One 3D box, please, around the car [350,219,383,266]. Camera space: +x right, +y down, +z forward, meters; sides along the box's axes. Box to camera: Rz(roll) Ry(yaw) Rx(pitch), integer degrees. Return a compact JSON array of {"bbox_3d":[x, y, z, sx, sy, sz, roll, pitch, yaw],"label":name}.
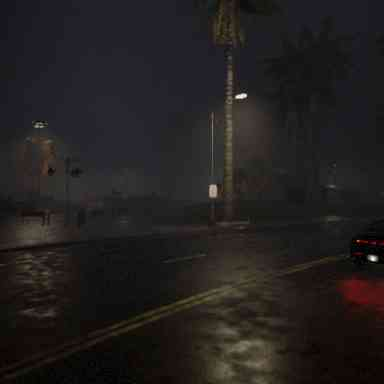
[{"bbox_3d":[7.003,1.590,10.713,4.892,1.490,1.837,0,0,-36],"label":"car"}]
